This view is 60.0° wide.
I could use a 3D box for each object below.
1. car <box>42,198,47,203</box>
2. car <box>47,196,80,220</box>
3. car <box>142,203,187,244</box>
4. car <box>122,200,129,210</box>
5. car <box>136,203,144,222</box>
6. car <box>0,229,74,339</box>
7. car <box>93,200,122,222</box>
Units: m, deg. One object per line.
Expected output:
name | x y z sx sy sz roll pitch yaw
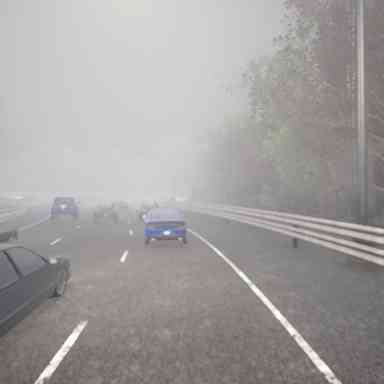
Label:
car | -35.235 2.165 81.821 4.718 1.301 1.895 -1 0 44
car | -11.587 1.425 30.579 2.150 2.045 5.566 0 0 -17
car | -1.385 1.557 16.333 1.882 1.535 5.008 0 0 -8
car | -10.163 1.809 46.271 2.033 1.411 5.357 0 0 -24
car | -3.612 1.634 27.851 2.128 1.511 4.902 0 0 -14
car | -3.647 1.595 5.580 2.033 1.411 5.357 0 0 -3
car | -7.349 1.659 28.347 2.128 1.511 4.902 0 0 -15
